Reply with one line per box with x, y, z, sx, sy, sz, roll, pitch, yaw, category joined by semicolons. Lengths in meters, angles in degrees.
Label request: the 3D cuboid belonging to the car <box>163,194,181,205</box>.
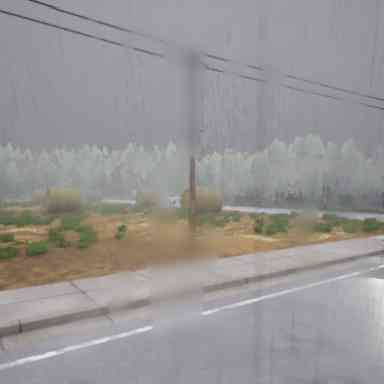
-3.154;1.285;59.660;2.150;2.045;5.566;0;0;-32;car
